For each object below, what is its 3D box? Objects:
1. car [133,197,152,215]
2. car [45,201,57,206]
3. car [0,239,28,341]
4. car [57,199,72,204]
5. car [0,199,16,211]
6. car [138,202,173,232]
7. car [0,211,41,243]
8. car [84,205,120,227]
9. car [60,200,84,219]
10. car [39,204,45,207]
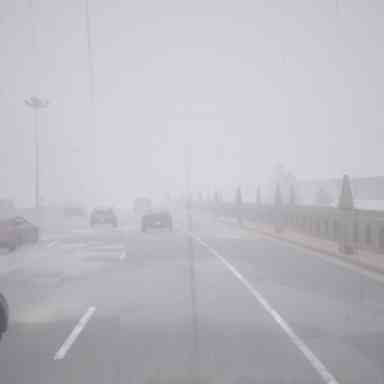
[{"bbox_3d":[-6.093,1.655,41.063,2.150,2.045,5.566,0,-1,-11],"label":"car"},{"bbox_3d":[-30.590,2.925,74.310,2.150,2.045,5.566,0,-4,-11],"label":"car"},{"bbox_3d":[-3.634,1.555,3.111,1.837,1.490,4.892,0,-1,-2],"label":"car"},{"bbox_3d":[-26.212,2.535,70.196,2.150,2.045,5.566,0,-3,-11],"label":"car"},{"bbox_3d":[-18.786,1.662,32.070,2.150,2.045,5.566,0,-1,-11],"label":"car"},{"bbox_3d":[-2.406,1.696,21.983,1.882,1.535,5.008,0,-1,-10],"label":"car"},{"bbox_3d":[-8.308,1.757,14.893,1.994,1.385,4.181,0,-1,-9],"label":"car"},{"bbox_3d":[-6.533,1.770,25.002,2.128,1.511,4.902,0,-1,-11],"label":"car"},{"bbox_3d":[-11.936,1.889,34.502,1.882,1.535,5.008,0,-1,-11],"label":"car"},{"bbox_3d":[-34.666,3.542,76.906,1.812,1.442,4.674,0,-6,-11],"label":"car"}]
